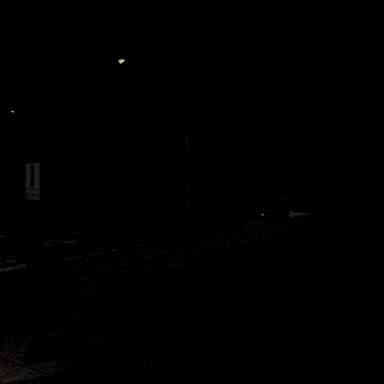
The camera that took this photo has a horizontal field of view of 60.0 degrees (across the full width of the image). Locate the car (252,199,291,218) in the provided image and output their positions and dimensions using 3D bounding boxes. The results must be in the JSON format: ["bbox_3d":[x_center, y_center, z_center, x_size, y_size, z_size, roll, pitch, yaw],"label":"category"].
[{"bbox_3d":[7.176,1.587,29.529,1.895,1.301,4.718,-1,0,35],"label":"car"}]
